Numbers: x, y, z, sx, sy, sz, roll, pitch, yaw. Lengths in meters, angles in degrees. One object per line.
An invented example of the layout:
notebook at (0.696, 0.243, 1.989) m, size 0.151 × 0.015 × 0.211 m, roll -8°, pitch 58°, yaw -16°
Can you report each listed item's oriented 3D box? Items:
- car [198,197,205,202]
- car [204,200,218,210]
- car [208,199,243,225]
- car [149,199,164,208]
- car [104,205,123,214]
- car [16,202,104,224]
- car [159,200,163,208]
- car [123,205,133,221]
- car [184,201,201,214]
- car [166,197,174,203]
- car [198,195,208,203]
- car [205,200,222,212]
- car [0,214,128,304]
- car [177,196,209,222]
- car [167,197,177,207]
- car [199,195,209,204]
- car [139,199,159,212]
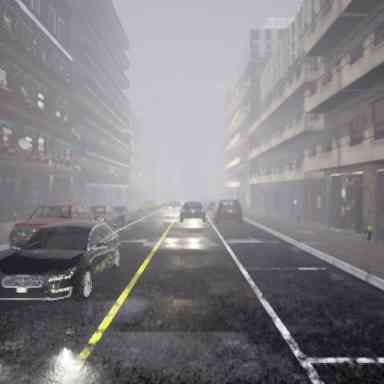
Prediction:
car at (2.683, 2.027, 93.725) m, size 1.752 × 1.417 × 4.829 m, roll -1°, pitch 0°, yaw 0°
car at (2.682, 1.833, 48.245) m, size 1.802 × 1.307 × 4.206 m, roll -1°, pitch 0°, yaw 0°
car at (2.678, 1.447, 25.591) m, size 2.192 × 1.841 × 5.009 m, roll -1°, pitch 0°, yaw 0°
car at (-5.699, 1.806, 53.772) m, size 1.752 × 1.417 × 4.829 m, roll -1°, pitch 0°, yaw 0°
car at (-5.701, 1.543, 19.958) m, size 1.967 × 1.590 × 4.097 m, roll -1°, pitch 0°, yaw 0°
car at (-5.702, 1.389, 14.296) m, size 2.192 × 1.841 × 5.009 m, roll -1°, pitch 0°, yaw 0°
car at (-5.698, 1.776, 48.108) m, size 1.752 × 1.417 × 4.829 m, roll -1°, pitch 0°, yaw 0°
car at (-5.699, 1.698, 25.622) m, size 1.947 × 1.339 × 4.313 m, roll -1°, pitch 0°, yaw 0°
car at (0.084, 1.807, 39.605) m, size 1.895 × 1.301 × 4.718 m, roll 0°, pitch 0°, yaw 0°
car at (-5.697, 1.994, 87.755) m, size 1.752 × 1.417 × 4.829 m, roll -1°, pitch 0°, yaw 0°
car at (2.680, 1.752, 82.228) m, size 2.192 × 1.841 × 5.009 m, roll -1°, pitch 0°, yaw 0°
car at (2.682, 1.787, 42.581) m, size 1.947 × 1.339 × 4.313 m, roll -1°, pitch 0°, yaw 0°
car at (-3.100, 1.549, 8.476) m, size 1.837 × 1.490 × 4.892 m, roll 0°, pitch 0°, yaw 0°
car at (0.085, 1.494, 27.623) m, size 2.097 × 1.767 × 4.553 m, roll 0°, pitch 0°, yaw 0°
car at (-3.015, 1.869, 58.170) m, size 1.994 × 1.385 × 4.181 m, roll 0°, pitch 0°, yaw 0°
car at (2.679, 1.720, 76.565) m, size 2.192 × 1.841 × 5.009 m, roll -1°, pitch 0°, yaw 0°
car at (-5.699, 1.746, 42.445) m, size 1.752 × 1.417 × 4.829 m, roll -1°, pitch 0°, yaw 0°
